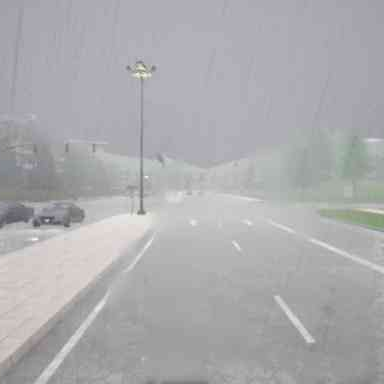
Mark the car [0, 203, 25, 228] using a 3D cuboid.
[{"bbox_3d":[-11.500,1.357,20.337,2.033,1.411,5.357,0,1,0],"label":"car"}]

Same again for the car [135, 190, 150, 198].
[{"bbox_3d":[-11.885,0.473,81.153,2.097,1.767,4.553,0,1,-1],"label":"car"}]

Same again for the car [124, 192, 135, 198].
[{"bbox_3d":[-15.384,0.644,81.072,2.128,1.511,4.902,0,1,-1],"label":"car"}]

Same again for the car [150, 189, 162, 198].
[{"bbox_3d":[-8.385,0.343,81.145,2.150,2.045,5.566,0,1,-1],"label":"car"}]

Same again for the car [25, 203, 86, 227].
[{"bbox_3d":[-8.000,1.364,20.337,1.994,1.385,4.181,0,1,0],"label":"car"}]
